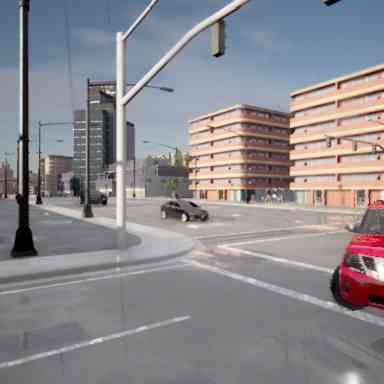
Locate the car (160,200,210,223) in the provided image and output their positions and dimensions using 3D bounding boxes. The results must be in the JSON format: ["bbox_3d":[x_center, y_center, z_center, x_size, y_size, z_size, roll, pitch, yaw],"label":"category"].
[{"bbox_3d":[-0.636,1.380,24.877,1.837,1.490,4.892,0,2,-34],"label":"car"}]

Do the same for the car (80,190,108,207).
[{"bbox_3d":[-12.613,0.755,42.438,2.150,2.045,5.566,0,1,-34],"label":"car"}]

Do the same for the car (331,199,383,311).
[{"bbox_3d":[4.806,1.232,7.328,2.150,2.045,5.566,2,1,33],"label":"car"}]
